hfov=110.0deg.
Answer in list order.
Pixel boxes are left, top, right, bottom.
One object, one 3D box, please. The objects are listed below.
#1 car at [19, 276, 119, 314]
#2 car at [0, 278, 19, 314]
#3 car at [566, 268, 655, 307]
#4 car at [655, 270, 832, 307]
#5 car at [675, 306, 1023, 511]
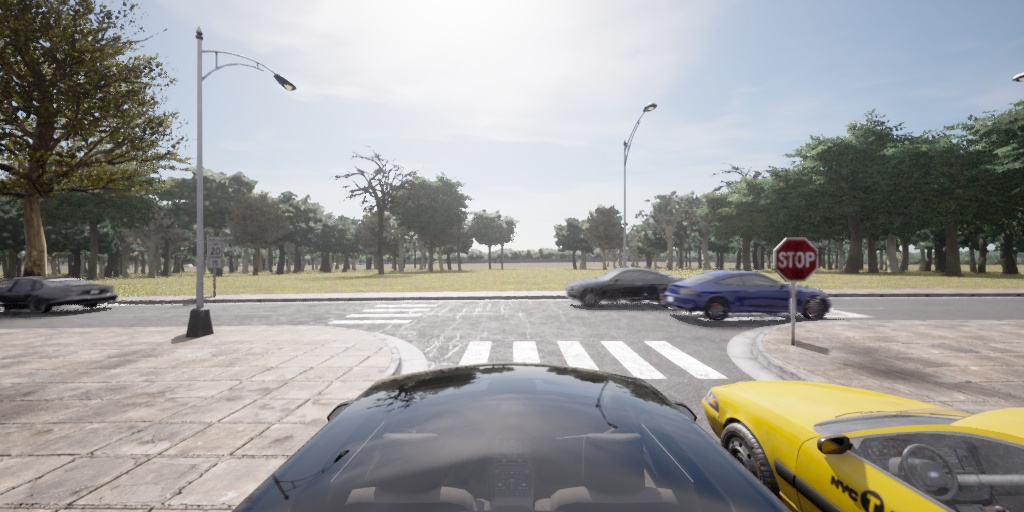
[{"bbox_3d":[-19.435,1.552,14.580,5.357,1.411,2.033,-1,0,1],"label":"car"},{"bbox_3d":[-19.782,1.519,11.636,4.892,1.490,1.837,-1,0,1],"label":"car"},{"bbox_3d":[4.515,1.204,14.365,4.674,1.442,1.812,-1,0,1],"label":"car"},{"bbox_3d":[7.324,1.183,11.386,4.674,1.442,1.812,-1,0,0],"label":"car"},{"bbox_3d":[2.636,1.275,1.464,1.751,1.417,4.829,0,0,0],"label":"car"}]
